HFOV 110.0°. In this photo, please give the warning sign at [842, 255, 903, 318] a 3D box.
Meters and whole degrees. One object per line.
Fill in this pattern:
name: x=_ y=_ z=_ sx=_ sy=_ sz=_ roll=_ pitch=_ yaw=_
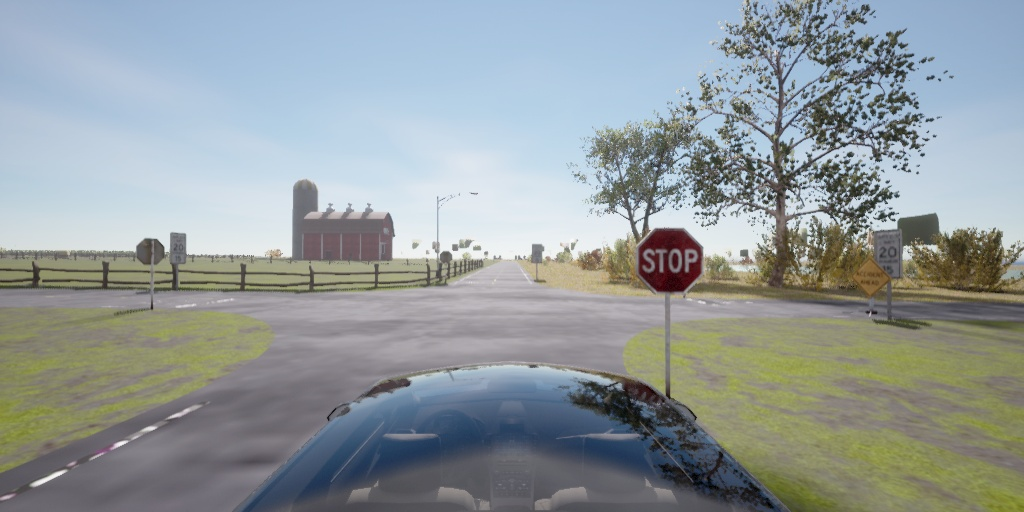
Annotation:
warning sign: x=11.501 y=0.973 z=11.470 sx=1.060 sy=1.860 sz=1.300 roll=0 pitch=0 yaw=0
